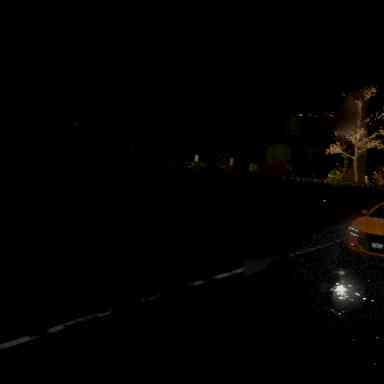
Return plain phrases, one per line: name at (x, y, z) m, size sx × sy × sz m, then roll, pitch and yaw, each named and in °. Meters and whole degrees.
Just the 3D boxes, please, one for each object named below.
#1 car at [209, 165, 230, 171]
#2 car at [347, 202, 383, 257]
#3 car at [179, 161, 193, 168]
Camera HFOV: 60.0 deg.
car at (5.943, -5.341, 73.445) m, size 1.895 × 1.301 × 4.718 m, roll -1°, pitch 8°, yaw -45°
car at (6.374, 1.022, 9.986) m, size 5.008 × 1.535 × 1.882 m, roll -1°, pitch 6°, yaw -45°
car at (-1.025, -6.688, 80.463) m, size 2.128 × 1.511 × 4.902 m, roll -1°, pitch 8°, yaw -45°
